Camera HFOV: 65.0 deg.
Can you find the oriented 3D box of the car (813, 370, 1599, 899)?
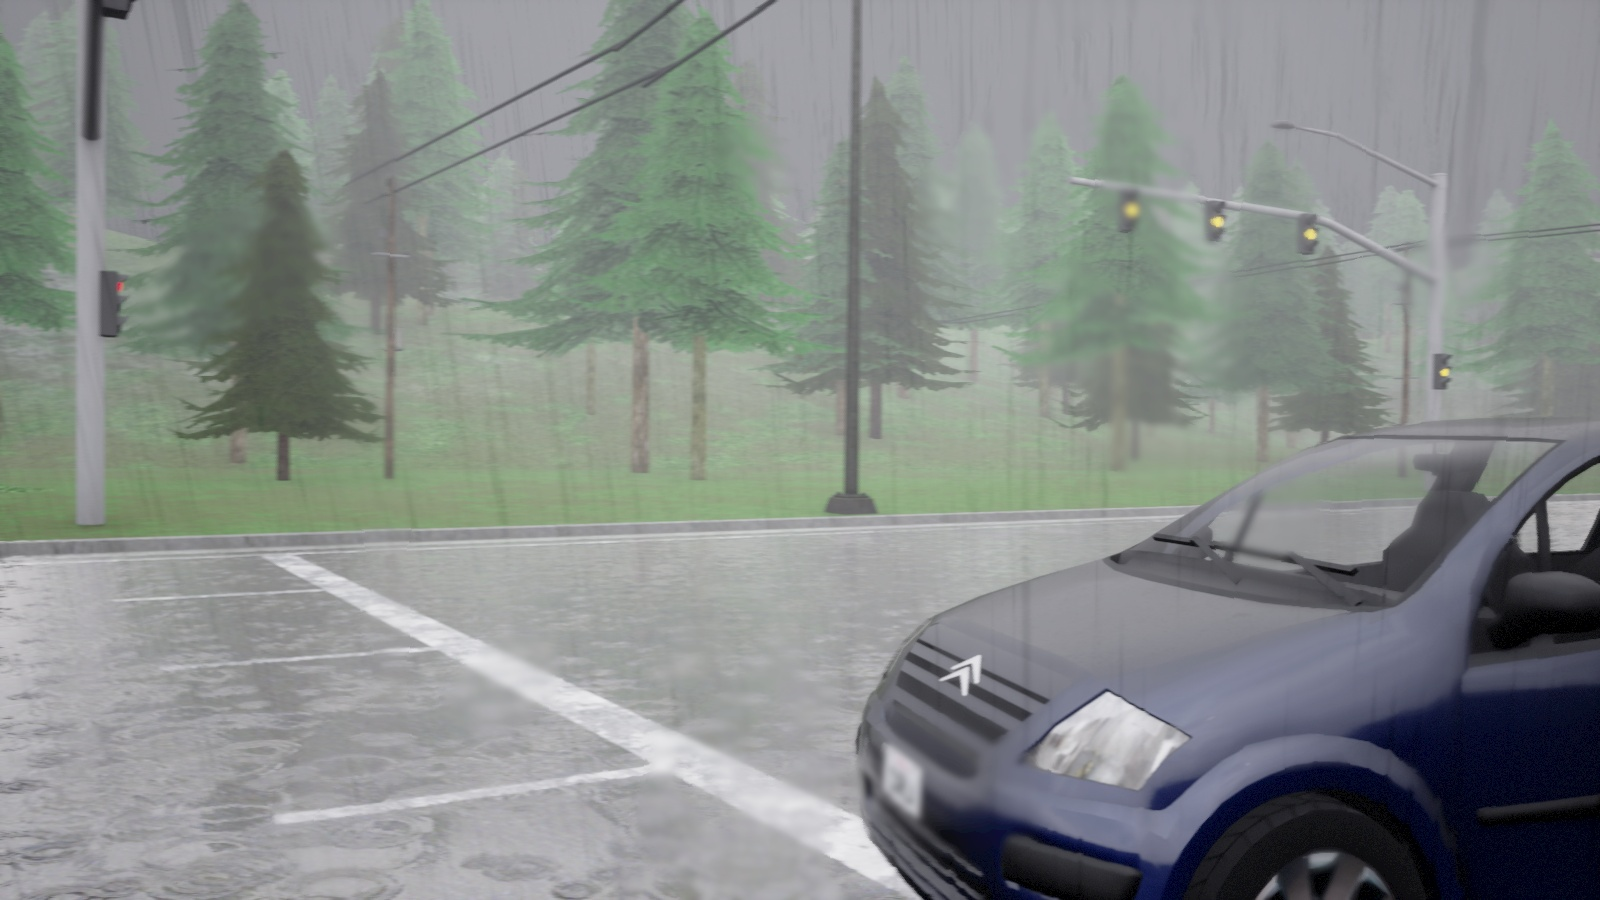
[{"bbox_3d":[2.218,0.601,4.014,3.988,1.617,1.851,-1,1,-15],"label":"car"}]
